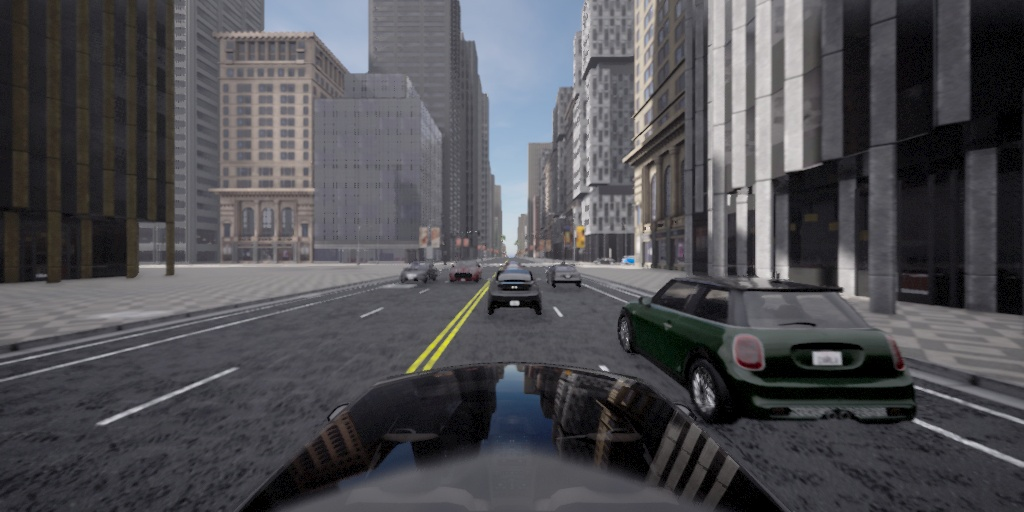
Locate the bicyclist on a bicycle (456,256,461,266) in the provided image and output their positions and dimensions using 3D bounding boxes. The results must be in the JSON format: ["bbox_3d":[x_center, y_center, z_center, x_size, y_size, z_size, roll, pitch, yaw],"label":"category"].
[{"bbox_3d":[-8.774,0.853,58.783,0.866,1.612,1.509,0,0,0],"label":"bicyclist on a bicycle"}]

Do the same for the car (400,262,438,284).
[{"bbox_3d":[-6.611,1.179,25.916,2.128,1.511,4.902,0,0,0],"label":"car"}]

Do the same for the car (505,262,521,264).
[{"bbox_3d":[0.084,1.203,29.851,1.812,1.442,4.674,0,0,0],"label":"car"}]

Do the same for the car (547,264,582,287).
[{"bbox_3d":[3.326,1.241,23.794,2.033,1.411,5.357,0,0,0],"label":"car"}]

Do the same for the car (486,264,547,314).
[{"bbox_3d":[0.088,1.225,13.679,1.837,1.490,4.892,0,0,0],"label":"car"}]

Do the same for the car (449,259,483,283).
[{"bbox_3d":[-3.361,1.036,26.830,2.097,1.767,4.553,0,0,0],"label":"car"}]

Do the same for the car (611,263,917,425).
[{"bbox_3d":[3.317,1.091,5.887,2.097,1.767,4.553,0,0,0],"label":"car"}]
